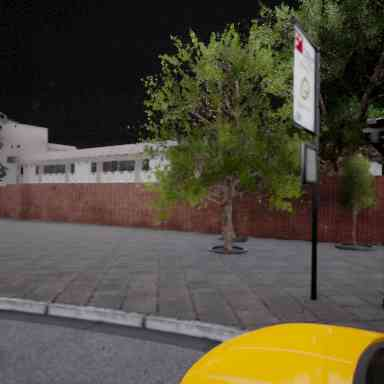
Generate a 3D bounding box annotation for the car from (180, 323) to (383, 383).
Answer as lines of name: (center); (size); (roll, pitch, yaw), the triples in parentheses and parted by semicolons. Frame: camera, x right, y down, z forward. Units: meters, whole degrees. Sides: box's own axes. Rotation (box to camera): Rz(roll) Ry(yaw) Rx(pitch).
car: (2.181, 1.478, 1.602); (5.008, 1.535, 1.882); (0, 0, 33)
